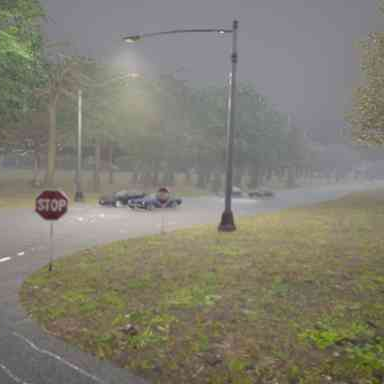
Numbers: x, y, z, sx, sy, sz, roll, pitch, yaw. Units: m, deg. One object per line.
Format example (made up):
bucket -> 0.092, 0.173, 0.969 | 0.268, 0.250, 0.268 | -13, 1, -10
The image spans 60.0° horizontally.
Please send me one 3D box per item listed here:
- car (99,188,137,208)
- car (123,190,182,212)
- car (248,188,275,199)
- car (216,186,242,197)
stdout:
car -> -5.701, 0.449, 28.643 | 1.882, 1.535, 5.008 | 4, 4, 35
car -> -2.902, 0.779, 26.566 | 1.895, 1.301, 4.718 | 4, 4, 35
car -> 9.094, 0.194, 43.290 | 1.895, 1.301, 4.718 | 4, 4, 36
car -> 4.995, -0.025, 43.571 | 1.812, 1.442, 4.674 | 4, 4, 36
